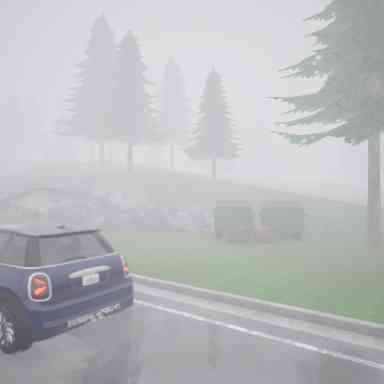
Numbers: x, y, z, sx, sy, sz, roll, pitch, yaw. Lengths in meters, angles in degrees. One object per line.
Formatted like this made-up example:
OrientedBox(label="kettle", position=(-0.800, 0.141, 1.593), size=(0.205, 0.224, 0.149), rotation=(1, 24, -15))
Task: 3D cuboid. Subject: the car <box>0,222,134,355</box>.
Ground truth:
OrientedBox(label="car", position=(-3.277, 1.353, 6.327), size=(4.553, 1.767, 2.097), rotation=(0, 0, 35))
